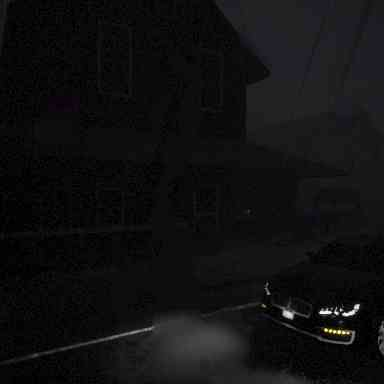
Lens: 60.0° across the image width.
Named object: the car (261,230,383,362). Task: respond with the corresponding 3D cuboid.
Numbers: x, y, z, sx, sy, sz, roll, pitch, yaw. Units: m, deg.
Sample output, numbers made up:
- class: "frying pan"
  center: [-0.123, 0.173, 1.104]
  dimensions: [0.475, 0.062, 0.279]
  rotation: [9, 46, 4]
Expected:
- class: "car"
  center: [3.421, 1.495, 6.018]
  dimensions: [4.892, 1.490, 1.837]
  rotation: [0, -1, -32]
